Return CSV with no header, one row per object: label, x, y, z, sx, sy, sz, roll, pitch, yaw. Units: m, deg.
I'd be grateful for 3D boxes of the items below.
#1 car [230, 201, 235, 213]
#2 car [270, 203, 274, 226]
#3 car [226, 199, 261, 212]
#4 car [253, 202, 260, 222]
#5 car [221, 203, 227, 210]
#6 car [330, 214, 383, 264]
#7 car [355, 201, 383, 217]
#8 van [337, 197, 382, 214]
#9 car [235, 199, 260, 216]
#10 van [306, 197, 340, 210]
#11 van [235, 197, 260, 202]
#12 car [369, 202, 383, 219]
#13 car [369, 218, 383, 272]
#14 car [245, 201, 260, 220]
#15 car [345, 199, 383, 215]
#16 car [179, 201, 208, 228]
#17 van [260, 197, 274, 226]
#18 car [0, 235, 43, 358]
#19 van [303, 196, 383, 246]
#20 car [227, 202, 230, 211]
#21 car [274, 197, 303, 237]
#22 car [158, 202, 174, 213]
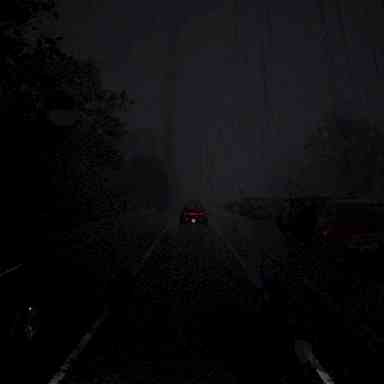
car,7.091,1.858,37.860,4.674,1.452,2.002,0,-1,0
car,7.090,1.546,18.423,4.792,1.488,2.163,0,0,0
car,7.131,1.824,46.185,4.553,1.767,2.185,0,-1,0
car,7.071,1.643,23.980,4.674,1.452,2.002,0,-1,0
car,7.067,1.652,43.416,5.566,2.045,2.435,0,-1,0
car,7.052,1.533,10.120,4.674,1.452,2.002,0,0,0
car,20.159,1.772,34.999,5.008,1.535,2.097,0,-1,0
van,20.288,1.630,40.417,4.442,1.987,1.878,0,-1,0
car,7.086,1.732,32.308,5.008,1.535,2.097,0,-1,0
van,20.305,1.828,51.614,4.442,1.987,1.878,0,-1,0
van,7.201,1.549,35.088,4.442,1.987,1.878,0,-1,0
car,20.155,1.727,32.103,5.008,1.535,2.097,0,-1,0
car,7.040,1.494,7.344,5.008,1.535,2.097,0,0,0
car,7.043,1.675,26.757,4.792,1.488,2.163,0,-1,0
car,20.136,1.688,37.646,4.553,1.767,2.185,0,-1,0
car,0.101,1.629,23.551,2.128,1.511,4.902,0,-1,0
van,6.948,1.334,21.208,4.442,1.987,1.878,0,-1,0
car,-3.351,1.356,3.233,2.097,1.767,4.553,0,0,0
van,6.937,1.265,12.897,4.442,1.987,1.878,0,0,0
car,7.121,1.890,40.635,4.792,1.488,2.163,0,-1,0
car,7.086,1.238,15.673,5.566,2.045,2.435,0,0,0
car,-3.328,1.970,43.230,2.033,1.411,5.357,0,-1,0
